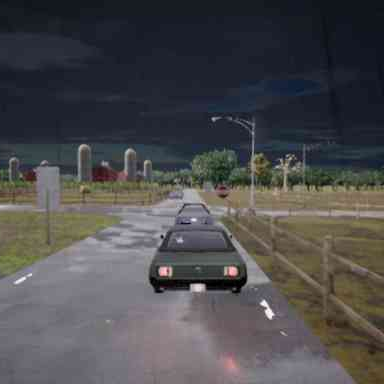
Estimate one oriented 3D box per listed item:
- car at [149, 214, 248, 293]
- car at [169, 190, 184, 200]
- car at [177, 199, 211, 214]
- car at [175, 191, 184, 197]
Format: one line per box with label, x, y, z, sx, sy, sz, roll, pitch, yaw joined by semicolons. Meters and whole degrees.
car;0.112;1.473;8.436;1.895;1.301;4.718;0;1;0
car;-2.778;0.439;58.125;2.097;1.767;4.553;0;1;0
car;0.105;1.287;18.218;1.994;1.385;4.181;0;1;0
car;-2.712;0.436;72.854;1.895;1.301;4.718;0;1;0
